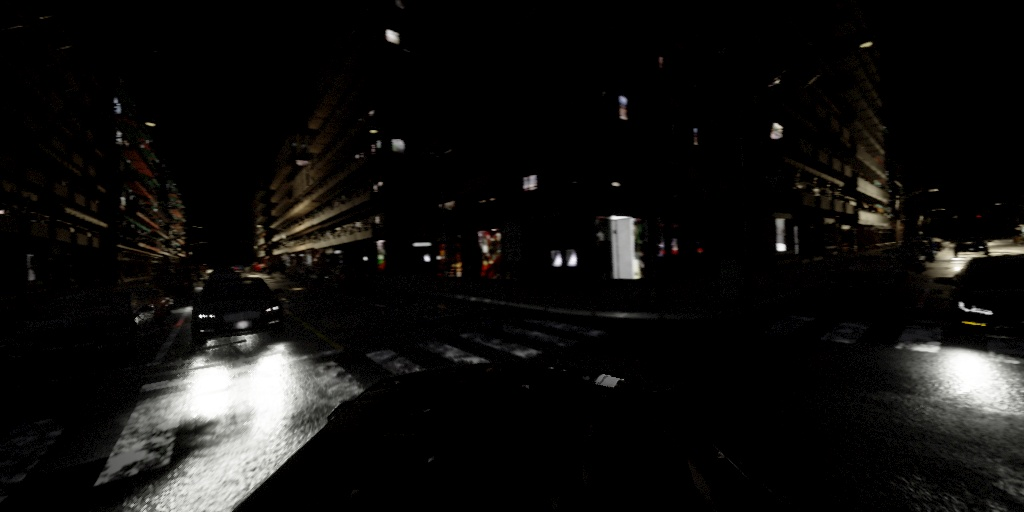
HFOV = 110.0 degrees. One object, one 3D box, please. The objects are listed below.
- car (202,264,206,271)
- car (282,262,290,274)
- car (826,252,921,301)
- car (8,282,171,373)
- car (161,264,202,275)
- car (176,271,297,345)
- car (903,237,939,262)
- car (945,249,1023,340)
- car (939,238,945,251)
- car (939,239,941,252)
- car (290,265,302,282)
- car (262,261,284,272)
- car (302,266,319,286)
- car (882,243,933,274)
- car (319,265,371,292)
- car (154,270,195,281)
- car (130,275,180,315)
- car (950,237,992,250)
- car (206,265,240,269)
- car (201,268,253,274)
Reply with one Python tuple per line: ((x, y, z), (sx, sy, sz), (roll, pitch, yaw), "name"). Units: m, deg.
((-34.465, 1.856, 38.394), (2.192, 1.841, 5.009), (0, 0, -40), "car")
((-21.006, 1.567, 35.258), (1.751, 1.417, 4.829), (0, 0, -40), "car")
((12.203, 0.650, 12.228), (4.403, 1.370, 2.007), (0, 0, -39), "car")
((-9.631, 1.537, 8.360), (2.007, 1.370, 4.403), (0, 0, -40), "car")
((-23.822, 1.617, 25.523), (2.192, 1.841, 5.009), (0, 0, -40), "car")
((-7.866, 1.378, 10.245), (2.128, 1.511, 4.902), (-3, 1, -40), "car")
((29.379, -0.362, 26.155), (4.097, 1.591, 1.967), (0, 0, -39), "car")
((10.311, 0.762, 7.258), (4.892, 1.490, 1.837), (-4, 1, -39), "car")
((46.555, -1.255, 40.082), (4.097, 1.591, 1.967), (0, 0, -39), "car")
((37.966, -0.667, 33.118), (4.207, 1.307, 1.802), (0, 0, -39), "car")
((-17.350, 1.513, 30.837), (2.007, 1.370, 4.403), (0, 0, -40), "car")
((-31.541, 1.597, 47.999), (2.192, 1.841, 5.009), (0, 0, -40), "car")
((-13.803, 1.433, 26.546), (2.007, 1.370, 4.403), (0, 0, -40), "car")
((20.791, 0.198, 19.192), (4.403, 1.370, 2.007), (0, 0, -39), "car")
((-10.255, 1.244, 22.256), (1.967, 1.591, 4.097), (0, 0, -40), "car")
((-20.275, 1.768, 21.232), (1.888, 1.381, 4.507), (0, 0, -40), "car")
((-13.071, 1.590, 12.519), (1.751, 1.417, 4.829), (0, 0, -40), "car")
((38.705, -0.872, 30.286), (4.892, 1.490, 1.837), (-3, 0, -39), "car")
((-26.109, 1.799, 32.364), (1.837, 1.490, 4.892), (-3, 1, -39), "car")
((-15.428, 1.580, 19.388), (1.812, 1.442, 4.674), (-3, 1, -40), "car")
